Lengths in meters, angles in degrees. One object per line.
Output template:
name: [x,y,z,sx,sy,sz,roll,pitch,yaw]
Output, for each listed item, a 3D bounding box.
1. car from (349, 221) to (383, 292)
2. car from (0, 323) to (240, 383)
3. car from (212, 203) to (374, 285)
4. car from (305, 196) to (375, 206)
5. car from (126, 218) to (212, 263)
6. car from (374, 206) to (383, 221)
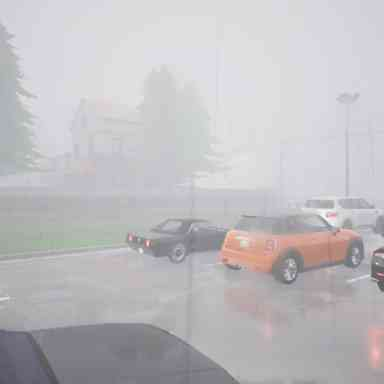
car: [5.968,1.492,7.552,4.902,1.511,2.128,0,0,-36]
car: [-2.088,1.547,1.747,5.357,1.411,2.033,0,0,-35]
car: [3.083,1.352,9.793,4.553,1.767,2.097,0,0,-36]
car: [8.099,1.223,17.691,5.566,2.045,2.150,0,0,-36]
car: [0.167,1.601,11.994,4.718,1.301,1.895,0,0,-36]
car: [10.539,1.479,15.137,5.008,1.535,1.882,0,0,-36]
